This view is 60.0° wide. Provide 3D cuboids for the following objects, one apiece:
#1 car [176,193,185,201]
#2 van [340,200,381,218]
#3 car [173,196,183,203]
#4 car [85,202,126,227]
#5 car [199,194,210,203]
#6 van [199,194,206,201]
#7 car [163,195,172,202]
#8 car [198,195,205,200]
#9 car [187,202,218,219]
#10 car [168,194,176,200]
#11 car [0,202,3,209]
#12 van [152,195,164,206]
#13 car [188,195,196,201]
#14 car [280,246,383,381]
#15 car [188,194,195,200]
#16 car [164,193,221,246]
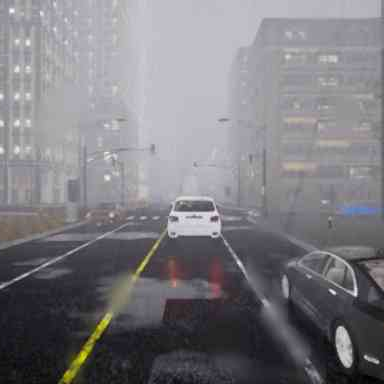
[{"bbox_3d":[-3.032,1.222,86.650,2.150,2.045,5.566,0,0,0],"label":"car"},{"bbox_3d":[16.917,1.696,33.065,3.998,1.788,1.690,1,-1,0],"label":"van"},{"bbox_3d":[-3.027,1.597,71.048,1.895,1.301,4.718,0,0,0],"label":"car"},{"bbox_3d":[-5.700,1.435,22.323,1.967,1.590,4.097,0,0,0],"label":"car"},{"bbox_3d":[2.661,1.317,71.455,2.192,1.841,5.009,0,0,0],"label":"car"},{"bbox_3d":[2.655,1.351,88.107,1.690,1.788,3.998,0,0,0],"label":"van"},{"bbox_3d":[-5.721,1.530,76.831,1.752,1.417,4.829,0,0,0],"label":"car"},{"bbox_3d":[2.653,1.564,93.658,2.008,1.369,4.403,0,0,0],"label":"car"},{"bbox_3d":[1.032,1.588,29.709,1.994,1.385,4.181,1,-1,14],"label":"car"},{"bbox_3d":[-5.728,1.454,93.654,1.967,1.590,4.097,0,0,0],"label":"car"},{"bbox_3d":[-21.144,1.063,33.099,4.097,1.590,1.967,1,-1,0],"label":"car"},{"bbox_3d":[-5.712,1.337,54.797,1.690,1.788,3.998,0,0,0],"label":"van"},{"bbox_3d":[-0.029,1.478,83.879,1.882,1.535,5.008,0,0,0],"label":"car"},{"bbox_3d":[2.688,1.549,5.380,2.008,1.369,4.403,0,0,0],"label":"car"},{"bbox_3d":[-0.034,1.342,94.301,1.882,1.535,5.008,0,0,0],"label":"car"},{"bbox_3d":[0.102,1.217,15.477,2.150,2.045,5.566,0,0,0],"label":"car"}]
